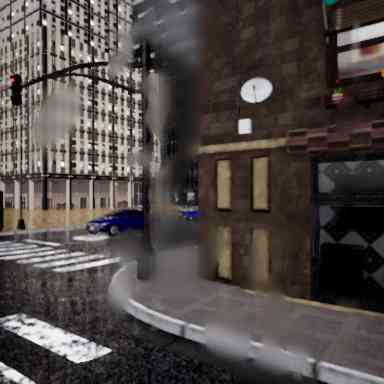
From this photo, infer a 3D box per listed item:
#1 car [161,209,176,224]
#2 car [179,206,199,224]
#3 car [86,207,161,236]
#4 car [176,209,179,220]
[{"bbox_3d":[-3.586,1.883,25.974,2.008,1.369,4.403,-2,-2,35],"label":"car"},{"bbox_3d":[1.356,1.858,28.252,1.882,1.535,5.008,-1,-1,35],"label":"car"},{"bbox_3d":[-4.235,1.764,20.298,1.812,1.442,4.674,0,-1,33],"label":"car"},{"bbox_3d":[-0.383,1.964,30.530,2.008,1.369,4.403,-2,-2,35],"label":"car"}]
